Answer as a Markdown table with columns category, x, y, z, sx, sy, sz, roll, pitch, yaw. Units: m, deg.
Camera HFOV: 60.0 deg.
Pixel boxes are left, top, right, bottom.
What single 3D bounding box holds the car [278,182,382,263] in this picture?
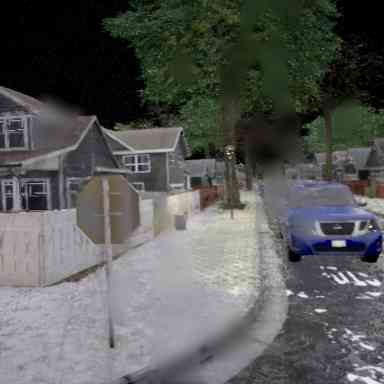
| category | x | y | z | sx | sy | sz | roll | pitch | yaw |
| --- | --- | --- | --- | --- | --- | --- | --- | --- | --- |
| car | 3.931 | 0.739 | 10.421 | 2.150 | 2.045 | 5.566 | -2 | 2 | 11 |
